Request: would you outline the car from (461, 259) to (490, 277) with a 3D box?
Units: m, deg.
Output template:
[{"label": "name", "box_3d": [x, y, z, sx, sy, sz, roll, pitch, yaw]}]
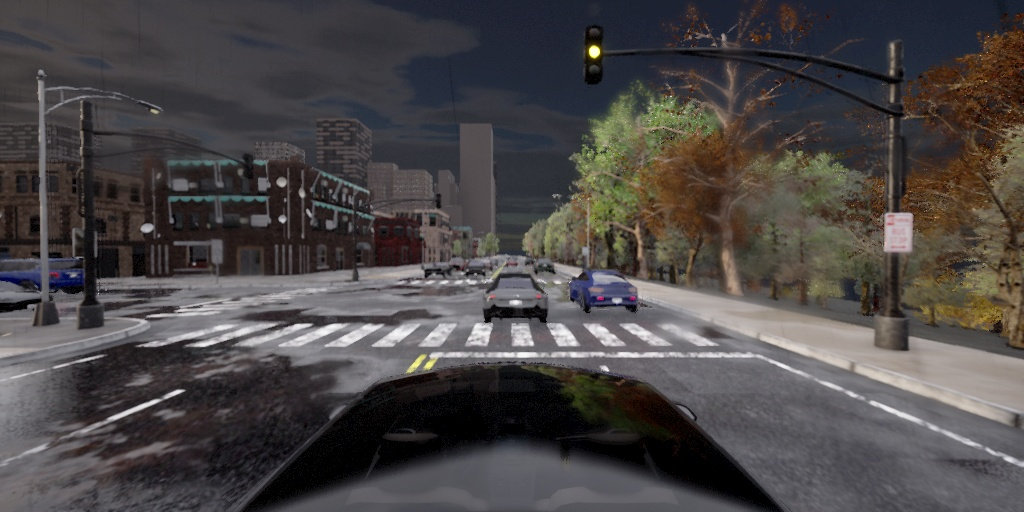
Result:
[{"label": "car", "box_3d": [-3.375, 1.178, 34.030, 2.033, 1.411, 5.357, 0, 0, -4]}]

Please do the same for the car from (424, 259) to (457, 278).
[{"label": "car", "box_3d": [-6.610, 1.236, 32.647, 1.895, 1.301, 4.718, 0, 0, 1]}]

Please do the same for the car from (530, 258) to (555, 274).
[{"label": "car", "box_3d": [3.345, 0.964, 38.708, 2.097, 1.767, 4.553, 0, 0, 0]}]

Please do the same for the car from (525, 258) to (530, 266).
[{"label": "car", "box_3d": [3.250, 1.020, 64.571, 1.837, 1.490, 4.892, 0, 1, 0]}]

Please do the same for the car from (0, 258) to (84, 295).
[{"label": "car", "box_3d": [-26.216, 1.173, 19.233, 5.566, 2.045, 2.150, -1, 1, -1]}]

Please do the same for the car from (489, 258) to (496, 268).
[{"label": "car", "box_3d": [-3.340, 1.115, 44.612, 1.812, 1.442, 4.674, 0, 0, 0]}]

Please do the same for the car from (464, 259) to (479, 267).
[{"label": "car", "box_3d": [-6.548, 1.137, 58.697, 1.895, 1.301, 4.718, 0, 0, 1]}]

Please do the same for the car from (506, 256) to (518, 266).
[{"label": "car", "box_3d": [-0.011, 1.081, 63.748, 1.994, 1.385, 4.181, 0, 0, 0]}]

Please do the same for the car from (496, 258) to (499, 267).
[{"label": "car", "box_3d": [-3.298, 1.020, 60.809, 2.128, 1.511, 4.902, 0, 0, 0]}]

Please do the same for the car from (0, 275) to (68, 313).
[{"label": "car", "box_3d": [-19.949, 1.525, 13.328, 4.313, 1.339, 1.948, 0, 0, 0]}]

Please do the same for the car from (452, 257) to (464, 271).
[{"label": "car", "box_3d": [-6.590, 0.948, 43.243, 2.097, 1.767, 4.553, 0, 0, 0]}]

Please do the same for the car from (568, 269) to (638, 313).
[{"label": "car", "box_3d": [3.350, 1.232, 13.725, 1.812, 1.442, 4.674, 0, 0, 0]}]

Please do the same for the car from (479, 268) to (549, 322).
[{"label": "car", "box_3d": [0.100, 1.277, 12.151, 1.994, 1.385, 4.181, 0, 0, 0]}]
